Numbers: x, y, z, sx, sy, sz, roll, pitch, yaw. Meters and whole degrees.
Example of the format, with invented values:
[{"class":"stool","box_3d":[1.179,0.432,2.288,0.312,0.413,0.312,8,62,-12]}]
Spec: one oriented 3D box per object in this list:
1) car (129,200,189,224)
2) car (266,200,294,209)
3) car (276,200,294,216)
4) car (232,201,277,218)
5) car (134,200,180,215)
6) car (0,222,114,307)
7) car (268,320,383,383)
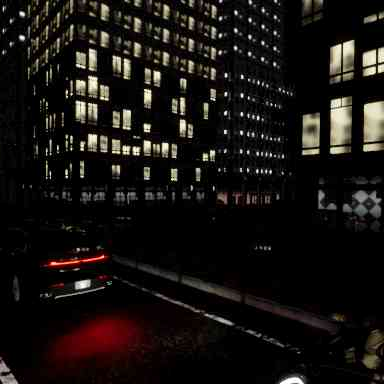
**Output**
[{"class":"car","box_3d":[-2.566,1.524,26.511,5.009,1.841,2.192,1,0,-40]},{"class":"car","box_3d":[13.527,1.882,51.124,4.313,1.339,1.947,1,0,-40]},{"class":"car","box_3d":[10.343,1.936,37.447,4.206,1.307,1.802,1,0,-40]},{"class":"car","box_3d":[6.169,1.833,33.911,4.829,1.417,1.752,1,0,-40]},{"class":"car","box_3d":[-3.812,1.648,36.439,4.829,1.417,1.752,1,0,-40]},{"class":"car","box_3d":[-3.659,1.501,8.115,1.837,1.490,4.892,0,0,-41]},{"class":"car","box_3d":[2.426,1.352,1.325,2.097,1.767,4.553,0,0,-41]}]
